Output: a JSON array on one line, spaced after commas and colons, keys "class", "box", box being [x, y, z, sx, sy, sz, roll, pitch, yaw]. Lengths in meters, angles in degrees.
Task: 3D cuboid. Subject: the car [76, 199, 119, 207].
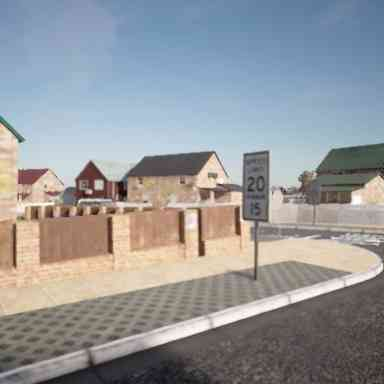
[{"class": "car", "box": [-7.595, 1.622, 27.984, 5.566, 2.045, 2.150, -1, -2, 38]}]
